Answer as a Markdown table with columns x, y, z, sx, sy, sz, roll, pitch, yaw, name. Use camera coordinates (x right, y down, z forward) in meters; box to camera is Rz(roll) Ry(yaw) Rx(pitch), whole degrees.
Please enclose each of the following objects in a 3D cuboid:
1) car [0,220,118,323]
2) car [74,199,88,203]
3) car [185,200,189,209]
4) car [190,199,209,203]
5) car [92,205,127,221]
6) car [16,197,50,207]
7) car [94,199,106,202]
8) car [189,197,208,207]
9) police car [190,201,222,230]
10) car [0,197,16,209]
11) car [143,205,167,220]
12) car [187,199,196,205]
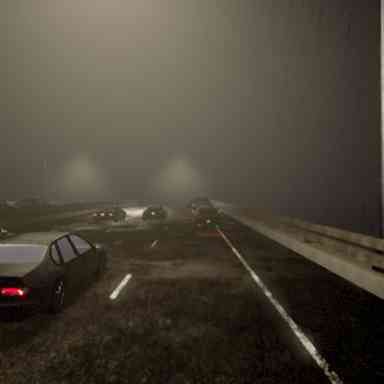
| x | y | z | sx | sy | sz | roll | pitch | yaw | name |
| --- | --- | --- | --- | --- | --- | --- | --- | --- | --- |
| -3.404 | 1.627 | 7.664 | 2.033 | 1.411 | 5.357 | 0 | -1 | 0 | car |
| -24.554 | 2.232 | 73.965 | 2.033 | 1.411 | 5.357 | 0 | -1 | 0 | car |
| -0.041 | 2.081 | 56.828 | 1.837 | 1.490 | 4.892 | 0 | -1 | 0 | car |
| 1.026 | 1.818 | 33.371 | 1.882 | 1.535 | 5.008 | 0 | -1 | 0 | car |
| -6.921 | 1.836 | 28.290 | 2.033 | 1.411 | 5.357 | 0 | -1 | 0 | car |
| -17.617 | 1.594 | 36.611 | 2.150 | 2.045 | 5.566 | 0 | 0 | 0 | car |
| -21.056 | 2.239 | 76.193 | 2.033 | 1.411 | 5.357 | 0 | -1 | 0 | car |
| 1.022 | 1.623 | 39.403 | 2.150 | 2.045 | 5.566 | 0 | -1 | 0 | car |
| 1.033 | 1.666 | 23.483 | 1.930 | 1.638 | 5.238 | 0 | -1 | 0 | police car |
| -21.119 | 1.573 | 34.544 | 2.150 | 2.045 | 5.566 | 0 | 0 | 0 | car |
| -3.423 | 1.883 | 31.305 | 1.994 | 1.385 | 4.181 | 0 | -1 | 0 | car |
| -0.056 | 2.252 | 76.012 | 2.033 | 1.411 | 5.357 | 0 | -1 | 0 | car |
